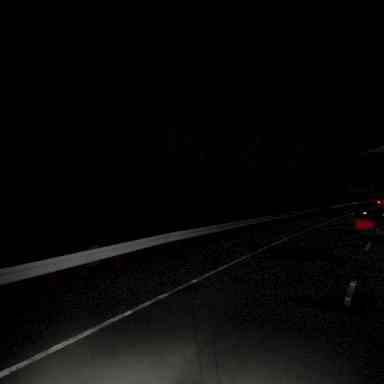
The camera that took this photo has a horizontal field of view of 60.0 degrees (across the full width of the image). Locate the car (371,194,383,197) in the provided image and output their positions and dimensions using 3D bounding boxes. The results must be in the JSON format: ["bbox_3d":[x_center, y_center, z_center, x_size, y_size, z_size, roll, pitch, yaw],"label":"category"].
[{"bbox_3d":[21.785,1.221,38.284,2.150,2.045,5.566,0,0,35],"label":"car"}]

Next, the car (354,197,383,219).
[{"bbox_3d":[15.784,1.505,29.697,1.837,1.490,4.892,0,0,35],"label":"car"}]
